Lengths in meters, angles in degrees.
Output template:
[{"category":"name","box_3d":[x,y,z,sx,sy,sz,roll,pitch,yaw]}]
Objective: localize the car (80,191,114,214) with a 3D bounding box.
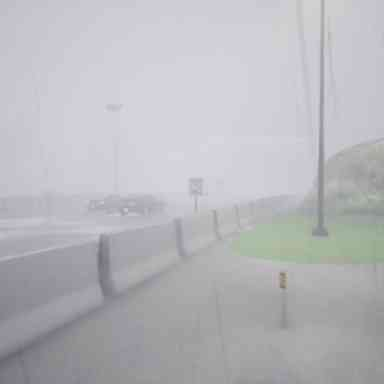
[{"category":"car","box_3d":[-6.251,0.869,25.929,1.812,1.442,4.674,1,1,22]}]

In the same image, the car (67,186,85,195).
[{"category":"car","box_3d":[-20.325,0.007,57.155,2.150,2.045,5.566,1,1,23]}]

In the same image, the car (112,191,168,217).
[{"category":"car","box_3d":[-3.350,0.894,23.752,1.837,1.490,4.892,1,1,22]}]

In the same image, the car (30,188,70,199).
[{"category":"car","box_3d":[-20.425,0.460,47.456,2.033,1.411,5.357,1,1,22]}]

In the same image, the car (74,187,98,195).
[{"category":"car","box_3d":[-16.897,0.360,56.358,2.033,1.411,5.357,1,1,22]}]

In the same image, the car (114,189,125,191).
[{"category":"car","box_3d":[-15.414,0.177,69.489,2.128,1.511,4.902,1,0,22]}]
